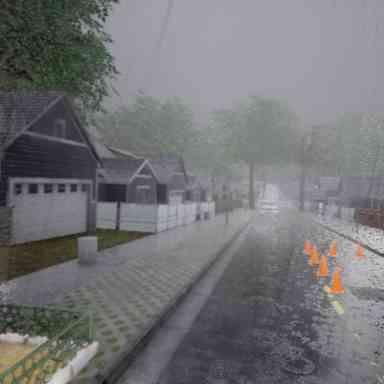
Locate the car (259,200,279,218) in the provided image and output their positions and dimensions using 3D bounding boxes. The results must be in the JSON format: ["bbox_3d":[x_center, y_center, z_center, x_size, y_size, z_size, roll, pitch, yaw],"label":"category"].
[{"bbox_3d":[9.815,2.107,42.297,2.150,2.045,5.566,2,-1,13],"label":"car"}]

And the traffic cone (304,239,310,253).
[{"bbox_3d":[4.958,2.312,14.186,0.340,0.580,0.340,2,-1,13],"label":"traffic cone"}]

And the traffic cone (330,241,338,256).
[{"bbox_3d":[5.931,2.353,13.961,0.340,0.580,0.340,2,-1,13],"label":"traffic cone"}]

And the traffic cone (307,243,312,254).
[{"bbox_3d":[4.511,2.273,12.237,0.340,0.580,0.340,2,-1,13],"label":"traffic cone"}]

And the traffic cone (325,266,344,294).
[{"bbox_3d":[3.617,2.195,8.339,0.340,0.580,0.340,2,-1,13],"label":"traffic cone"}]

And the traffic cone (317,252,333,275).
[{"bbox_3d":[4.064,2.234,10.288,0.340,0.580,0.340,2,-1,13],"label":"traffic cone"}]
